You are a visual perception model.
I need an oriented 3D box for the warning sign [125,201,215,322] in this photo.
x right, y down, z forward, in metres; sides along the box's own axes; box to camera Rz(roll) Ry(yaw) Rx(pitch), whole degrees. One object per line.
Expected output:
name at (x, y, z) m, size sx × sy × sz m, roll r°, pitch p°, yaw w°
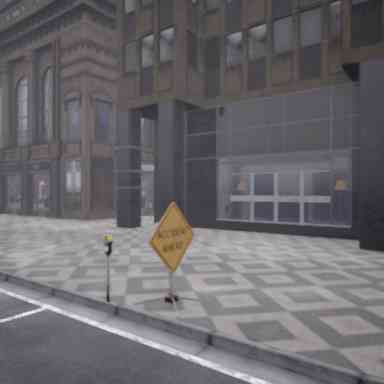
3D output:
warning sign at (-0.371, 1.111, 6.060) m, size 1.060 × 1.860 × 1.300 m, roll 0°, pitch 0°, yaw 35°
